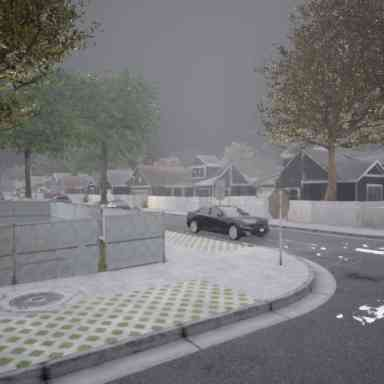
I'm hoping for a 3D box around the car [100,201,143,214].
[{"bbox_3d":[-5.905,1.417,27.497,2.033,1.411,5.357,0,0,-35],"label":"car"}]

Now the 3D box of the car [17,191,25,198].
[{"bbox_3d":[-40.504,1.113,80.906,2.128,1.511,4.902,0,0,-36],"label":"car"}]

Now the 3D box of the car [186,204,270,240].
[{"bbox_3d":[1.681,1.413,16.866,1.882,1.535,5.008,0,0,-35],"label":"car"}]

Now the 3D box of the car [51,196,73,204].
[{"bbox_3d":[-16.873,1.258,42.980,1.882,1.535,5.008,0,0,-35],"label":"car"}]
